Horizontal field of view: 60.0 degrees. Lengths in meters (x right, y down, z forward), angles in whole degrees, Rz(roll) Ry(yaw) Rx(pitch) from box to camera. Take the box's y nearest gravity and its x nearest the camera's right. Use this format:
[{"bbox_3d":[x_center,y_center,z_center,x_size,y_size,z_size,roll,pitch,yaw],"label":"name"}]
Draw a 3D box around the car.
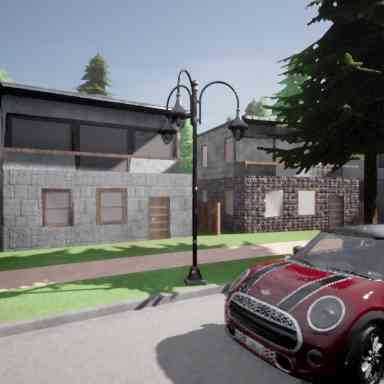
[{"bbox_3d":[2.757,1.352,5.306,4.553,1.767,2.097,0,0,-29],"label":"car"}]
